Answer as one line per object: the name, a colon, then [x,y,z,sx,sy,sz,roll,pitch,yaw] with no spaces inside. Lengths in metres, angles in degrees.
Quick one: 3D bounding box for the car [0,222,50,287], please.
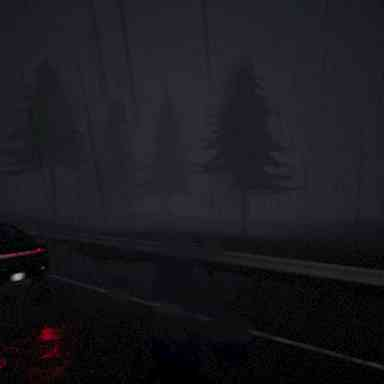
car: [-5.414,1.478,8.140,4.902,1.511,2.128,0,0,37]
